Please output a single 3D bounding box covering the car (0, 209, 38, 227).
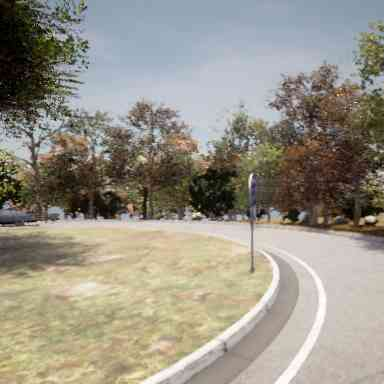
[{"bbox_3d":[-15.595,2.144,27.337,5.357,1.411,2.033,0,-1,-21],"label":"car"}]
